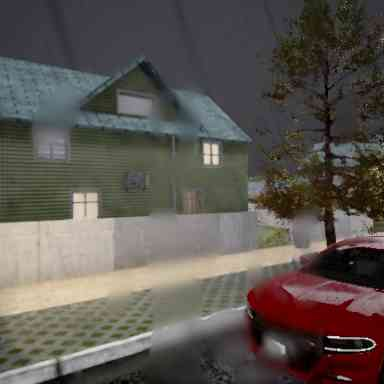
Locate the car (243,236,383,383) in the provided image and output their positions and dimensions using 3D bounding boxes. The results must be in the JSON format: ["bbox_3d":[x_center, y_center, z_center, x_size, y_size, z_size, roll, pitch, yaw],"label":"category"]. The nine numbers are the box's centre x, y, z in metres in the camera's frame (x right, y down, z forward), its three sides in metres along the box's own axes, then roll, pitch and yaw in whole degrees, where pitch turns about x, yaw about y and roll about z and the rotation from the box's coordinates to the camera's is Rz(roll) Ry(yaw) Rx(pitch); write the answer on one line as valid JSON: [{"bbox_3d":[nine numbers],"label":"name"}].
[{"bbox_3d":[2.985,1.482,5.216,5.008,1.535,1.882,0,0,-36],"label":"car"}]
